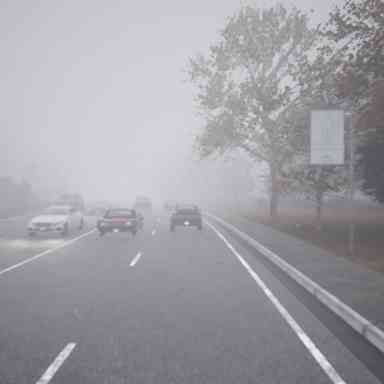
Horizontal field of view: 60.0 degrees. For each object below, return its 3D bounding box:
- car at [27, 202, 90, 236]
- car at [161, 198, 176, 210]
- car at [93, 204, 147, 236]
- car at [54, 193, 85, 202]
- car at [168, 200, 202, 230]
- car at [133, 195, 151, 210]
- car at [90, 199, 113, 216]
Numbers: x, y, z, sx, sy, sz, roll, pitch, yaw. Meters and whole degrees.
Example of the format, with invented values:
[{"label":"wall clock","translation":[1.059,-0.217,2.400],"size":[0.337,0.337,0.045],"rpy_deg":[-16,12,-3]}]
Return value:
[{"label":"car","translation":[-7.362,1.498,18.479],"size":[1.812,1.442,4.674],"rpy_deg":[0,0,-3]},{"label":"car","translation":[-2.733,1.447,41.902],"size":[1.994,1.385,4.181],"rpy_deg":[0,0,-9]},{"label":"car","translation":[-3.795,1.573,18.400],"size":[1.895,1.301,4.718],"rpy_deg":[0,0,-3]},{"label":"car","translation":[-12.124,1.135,33.000],"size":[2.150,2.045,5.566],"rpy_deg":[0,0,-6]},{"label":"car","translation":[-0.436,1.468,20.902],"size":[1.837,1.490,4.892],"rpy_deg":[0,0,-3]},{"label":"car","translation":[-6.078,1.237,40.697],"size":[2.097,1.767,4.553],"rpy_deg":[0,0,-9]},{"label":"car","translation":[-8.465,1.445,31.511],"size":[1.812,1.442,4.674],"rpy_deg":[0,0,-6]}]
